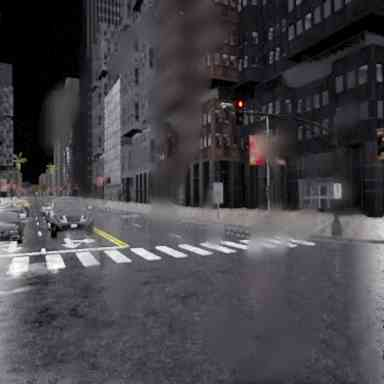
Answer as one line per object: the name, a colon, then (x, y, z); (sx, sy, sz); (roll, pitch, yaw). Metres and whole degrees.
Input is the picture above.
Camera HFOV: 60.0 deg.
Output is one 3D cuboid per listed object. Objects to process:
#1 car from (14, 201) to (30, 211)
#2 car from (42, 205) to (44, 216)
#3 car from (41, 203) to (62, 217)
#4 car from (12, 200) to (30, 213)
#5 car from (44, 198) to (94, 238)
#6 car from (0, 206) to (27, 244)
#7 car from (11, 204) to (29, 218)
car: (-17.715, 1.893, 33.807); (1.994, 1.385, 4.181); (0, 0, -26)
car: (-11.492, 1.787, 28.366); (1.812, 1.442, 4.674); (0, 0, -26)
car: (-15.873, 1.943, 37.488); (1.895, 1.301, 4.718); (0, 0, -26)
car: (-22.424, 1.890, 43.699); (1.882, 1.535, 5.008); (0, 0, -25)
car: (-7.261, 1.401, 19.577); (2.150, 2.045, 5.566); (0, 0, -26)
car: (-9.350, 1.674, 16.414); (1.837, 1.490, 4.892); (0, 0, -26)
car: (-13.365, 1.848, 24.750); (1.895, 1.301, 4.718); (0, 0, -26)
